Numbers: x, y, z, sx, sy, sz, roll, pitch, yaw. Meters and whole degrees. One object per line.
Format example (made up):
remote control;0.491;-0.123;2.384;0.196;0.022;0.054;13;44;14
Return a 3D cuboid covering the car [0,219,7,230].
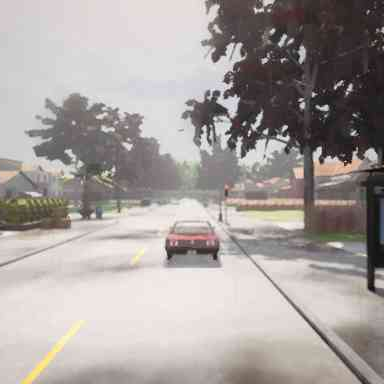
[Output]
car;-12.877;1.553;17.599;5.357;1.415;2.033;0;-1;3

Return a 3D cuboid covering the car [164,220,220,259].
car;0.025;1.749;13.211;1.895;1.301;4.718;0;-1;0

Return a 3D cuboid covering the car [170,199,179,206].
car;-3.972;2.374;76.613;1.812;1.442;4.674;0;-1;0
